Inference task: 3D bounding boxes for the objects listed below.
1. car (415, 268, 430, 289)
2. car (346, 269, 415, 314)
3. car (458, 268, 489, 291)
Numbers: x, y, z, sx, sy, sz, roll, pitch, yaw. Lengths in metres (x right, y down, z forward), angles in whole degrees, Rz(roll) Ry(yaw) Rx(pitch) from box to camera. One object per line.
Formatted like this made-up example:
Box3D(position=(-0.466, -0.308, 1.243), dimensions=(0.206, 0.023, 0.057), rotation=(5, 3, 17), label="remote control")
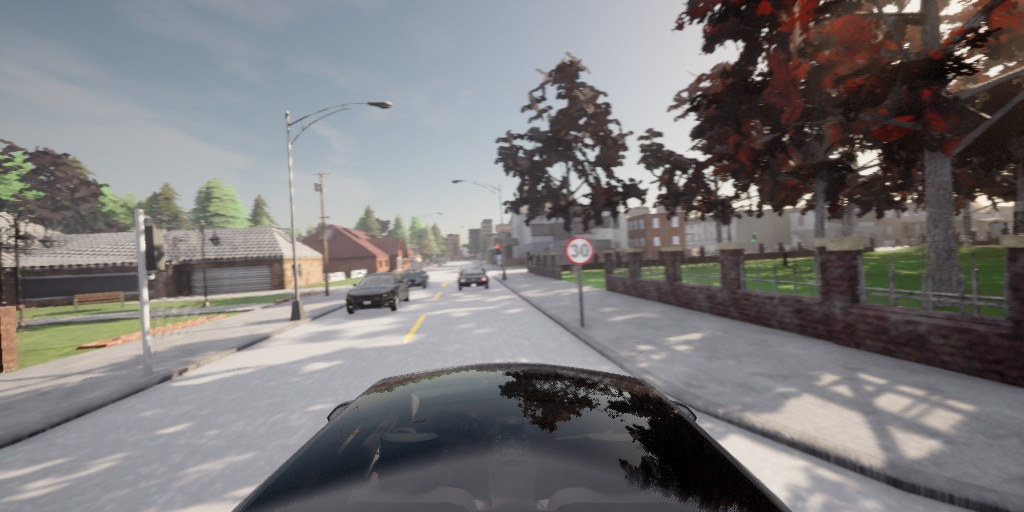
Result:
Box3D(position=(-7.029, 1.613, 25.785), dimensions=(1.994, 1.385, 4.181), rotation=(-3, 0, -7), label="car")
Box3D(position=(-5.767, 1.490, 15.918), dimensions=(1.882, 1.535, 5.008), rotation=(-3, 0, -7), label="car")
Box3D(position=(-2.493, 1.416, 23.057), dimensions=(1.895, 1.301, 4.718), rotation=(-3, 0, -7), label="car")
